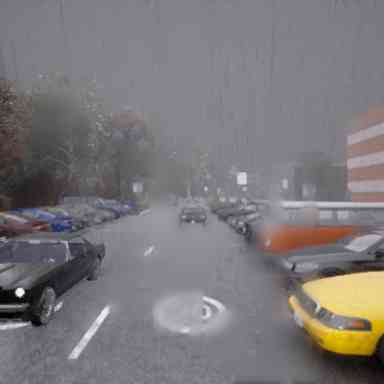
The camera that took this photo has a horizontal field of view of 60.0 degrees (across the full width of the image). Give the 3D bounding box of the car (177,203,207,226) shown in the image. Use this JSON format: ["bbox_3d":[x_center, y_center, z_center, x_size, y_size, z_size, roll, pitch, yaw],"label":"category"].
[{"bbox_3d":[0.064,1.688,24.138,1.895,1.301,4.718,0,0,0],"label":"car"}]

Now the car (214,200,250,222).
[{"bbox_3d":[4.383,1.569,24.609,5.008,1.535,2.097,0,0,0],"label":"car"}]

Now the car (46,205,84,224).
[{"bbox_3d":[-8.173,1.540,16.035,5.008,1.535,2.097,0,0,0],"label":"car"}]

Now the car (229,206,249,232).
[{"bbox_3d":[4.388,1.580,16.133,4.674,1.452,2.002,0,0,0],"label":"car"}]

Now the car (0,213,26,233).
[{"bbox_3d":[-8.198,1.549,10.387,4.792,1.488,2.163,0,0,0],"label":"car"}]

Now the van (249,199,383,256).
[{"bbox_3d":[4.282,1.293,10.482,4.442,1.987,1.878,0,0,0],"label":"van"}]

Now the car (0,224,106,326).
[{"bbox_3d":[-3.362,1.628,7.232,1.895,1.301,4.718,0,0,0],"label":"car"}]

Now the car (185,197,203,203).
[{"bbox_3d":[0.037,1.680,42.275,1.994,1.385,4.181,0,0,0],"label":"car"}]

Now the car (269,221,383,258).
[{"bbox_3d":[4.406,1.549,7.655,4.674,1.452,2.002,0,0,0],"label":"car"}]

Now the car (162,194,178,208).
[{"bbox_3d":[-3.326,1.390,50.356,2.150,2.045,5.566,0,0,0],"label":"car"}]

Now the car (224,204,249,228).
[{"bbox_3d":[4.389,1.591,18.958,4.674,1.452,2.002,0,0,0],"label":"car"}]

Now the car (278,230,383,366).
[{"bbox_3d":[4.222,1.495,4.830,5.366,1.575,1.946,0,0,0],"label":"car"}]

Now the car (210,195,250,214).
[{"bbox_3d":[4.398,1.331,30.262,5.566,2.045,2.435,0,0,0],"label":"car"}]

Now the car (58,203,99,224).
[{"bbox_3d":[-8.178,1.551,18.859,4.892,1.521,2.231,0,0,0],"label":"car"}]

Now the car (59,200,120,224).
[{"bbox_3d":[-8.201,1.570,24.506,4.892,1.521,2.231,0,0,0],"label":"car"}]

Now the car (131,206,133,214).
[{"bbox_3d":[-8.145,1.455,32.987,4.553,1.767,2.185,0,-1,0],"label":"car"}]

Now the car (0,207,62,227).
[{"bbox_3d":[-8.169,1.529,13.212,5.008,1.535,2.097,0,0,0],"label":"car"}]

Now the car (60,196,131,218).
[{"bbox_3d":[-8.171,1.324,27.207,5.566,2.045,2.435,0,0,0],"label":"car"}]

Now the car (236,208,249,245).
[{"bbox_3d":[4.424,1.559,13.307,4.792,1.488,2.163,0,0,0],"label":"car"}]
